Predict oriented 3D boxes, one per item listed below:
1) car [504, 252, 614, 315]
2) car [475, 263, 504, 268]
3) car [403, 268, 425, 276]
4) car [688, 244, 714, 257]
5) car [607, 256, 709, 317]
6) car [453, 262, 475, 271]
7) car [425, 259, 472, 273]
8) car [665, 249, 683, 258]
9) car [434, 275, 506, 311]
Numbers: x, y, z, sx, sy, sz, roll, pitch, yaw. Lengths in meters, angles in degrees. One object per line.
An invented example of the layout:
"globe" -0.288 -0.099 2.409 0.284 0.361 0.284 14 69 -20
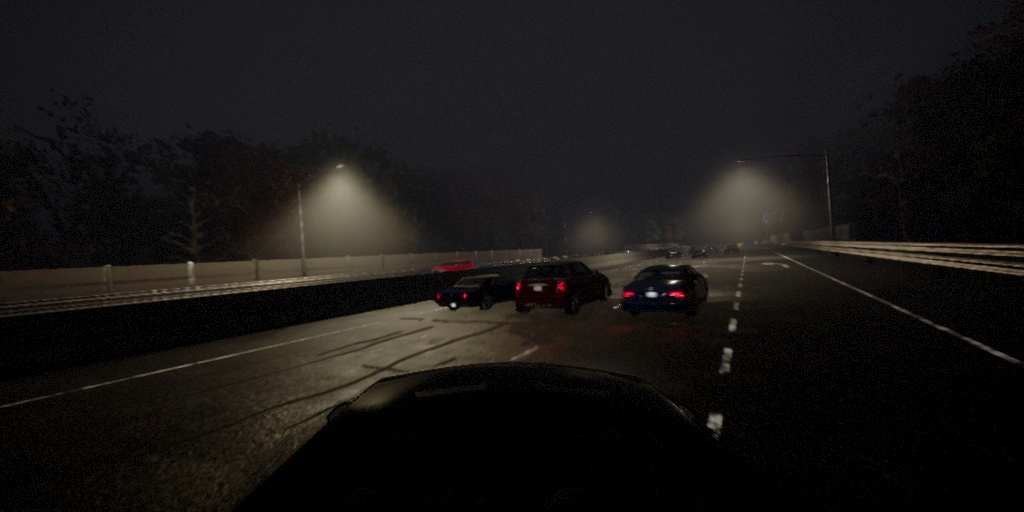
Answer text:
"car" 1.990 0.980 13.218 2.097 1.767 4.553 -4 0 33
"car" -0.774 1.398 34.582 2.033 1.411 5.357 -4 0 34
"car" -9.740 2.022 40.013 2.033 1.411 5.357 -4 0 34
"car" 26.817 -0.525 50.963 2.128 1.511 4.902 -4 0 33
"car" 5.018 0.965 11.448 2.033 1.411 5.357 -4 0 33
"car" -3.549 1.609 36.711 1.994 1.385 4.181 -4 0 34
"car" -6.289 1.459 38.933 2.150 2.045 5.566 -4 0 34
"car" 23.854 -0.319 52.813 2.128 1.511 4.902 -4 0 33
"car" -0.958 1.435 15.069 1.895 1.301 4.718 -4 0 33
